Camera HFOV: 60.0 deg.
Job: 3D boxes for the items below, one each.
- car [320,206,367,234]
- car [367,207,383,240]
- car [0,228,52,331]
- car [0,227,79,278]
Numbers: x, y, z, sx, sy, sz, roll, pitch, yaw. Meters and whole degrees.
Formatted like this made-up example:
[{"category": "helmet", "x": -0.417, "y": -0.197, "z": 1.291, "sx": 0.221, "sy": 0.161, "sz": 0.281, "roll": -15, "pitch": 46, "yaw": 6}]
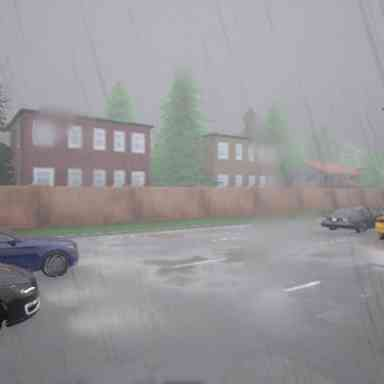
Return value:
[{"category": "car", "x": 9.646, "y": 1.522, "z": 19.220, "sx": 5.357, "sy": 1.411, "sz": 2.033, "roll": 0, "pitch": 0, "yaw": -35}, {"category": "car", "x": 10.541, "y": 1.454, "z": 15.560, "sx": 5.008, "sy": 1.535, "sz": 1.882, "roll": 0, "pitch": 0, "yaw": -35}, {"category": "car", "x": -4.803, "y": 1.507, "z": 4.619, "sx": 4.892, "sy": 1.490, "sz": 1.837, "roll": 0, "pitch": 0, "yaw": -35}, {"category": "car", "x": -5.344, "y": 1.525, "z": 8.516, "sx": 4.674, "sy": 1.442, "sz": 1.812, "roll": 0, "pitch": 0, "yaw": -35}]
